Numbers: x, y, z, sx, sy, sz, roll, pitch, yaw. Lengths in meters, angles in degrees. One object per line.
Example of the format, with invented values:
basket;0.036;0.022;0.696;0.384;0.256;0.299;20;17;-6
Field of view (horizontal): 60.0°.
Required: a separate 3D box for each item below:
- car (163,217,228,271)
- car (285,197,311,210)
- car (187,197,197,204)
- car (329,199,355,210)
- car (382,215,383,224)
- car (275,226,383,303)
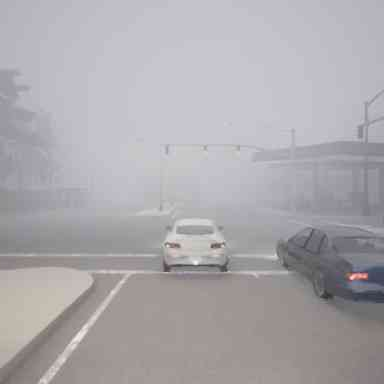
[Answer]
car;0.093;1.554;10.866;1.812;1.442;4.674;0;0;0
car;13.193;1.401;41.538;2.242;1.667;4.611;0;0;0
car;-0.025;1.696;66.609;1.812;1.442;4.674;0;0;0
car;18.938;1.564;42.303;1.970;1.475;3.806;0;0;0
car;14.849;1.560;21.392;4.892;1.490;1.837;0;0;-1
car;3.608;1.569;8.440;2.033;1.411;5.357;0;0;0
